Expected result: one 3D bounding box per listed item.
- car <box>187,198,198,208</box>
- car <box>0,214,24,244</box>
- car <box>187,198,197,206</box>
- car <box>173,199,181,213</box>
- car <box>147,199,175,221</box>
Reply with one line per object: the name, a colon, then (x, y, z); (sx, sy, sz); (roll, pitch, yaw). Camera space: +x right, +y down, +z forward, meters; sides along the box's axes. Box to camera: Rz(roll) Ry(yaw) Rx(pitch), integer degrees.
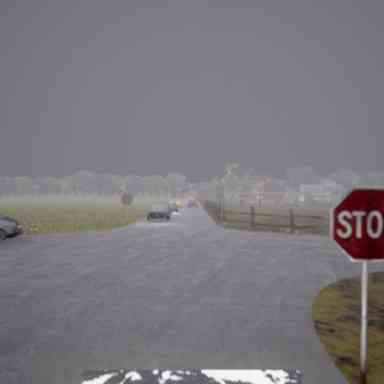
car: (0.105, 2.034, 59.617); (2.033, 1.411, 5.357); (0, 0, 0)
car: (-10.375, 1.666, 15.842); (4.181, 1.385, 1.994); (0, 1, -11)
car: (-0.003, 2.056, 70.285); (1.882, 1.535, 5.008); (0, -1, 0)
car: (-2.836, 1.911, 42.973); (1.994, 1.385, 4.181); (0, -1, 1)
car: (-2.848, 1.714, 29.762); (1.882, 1.535, 5.008); (0, 0, 0)
